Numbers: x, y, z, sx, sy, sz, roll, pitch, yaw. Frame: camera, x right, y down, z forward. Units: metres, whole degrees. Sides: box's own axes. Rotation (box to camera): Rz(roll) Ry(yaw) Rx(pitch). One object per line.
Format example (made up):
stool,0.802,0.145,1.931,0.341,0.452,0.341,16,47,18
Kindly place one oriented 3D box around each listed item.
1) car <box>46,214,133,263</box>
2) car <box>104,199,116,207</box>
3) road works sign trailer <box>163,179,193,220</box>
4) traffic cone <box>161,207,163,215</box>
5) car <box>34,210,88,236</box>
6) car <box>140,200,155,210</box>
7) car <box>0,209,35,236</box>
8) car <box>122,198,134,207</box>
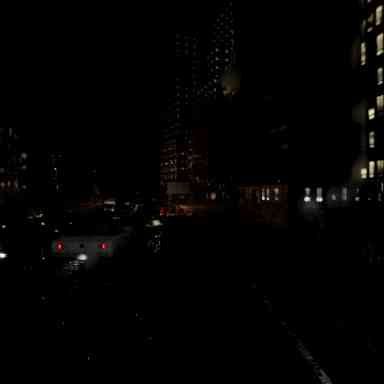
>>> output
car,-3.376,1.686,12.242,1.895,1.301,4.718,0,0,-2
car,-15.101,1.981,61.483,1.895,1.301,4.718,0,0,-9
road works sign trailer,-1.203,0.652,29.872,2.380,3.560,2.880,0,0,-5
traffic cone,-3.239,2.186,36.700,0.340,0.580,0.340,0,0,-5
car,-7.174,1.740,19.537,1.895,1.301,4.718,0,0,-3
car,-6.334,1.822,47.753,1.812,1.442,4.674,0,0,-8
car,-10.422,1.693,19.502,2.033,1.411,5.357,0,0,-3
car,-11.717,1.896,60.897,1.812,1.442,4.674,0,0,-9
